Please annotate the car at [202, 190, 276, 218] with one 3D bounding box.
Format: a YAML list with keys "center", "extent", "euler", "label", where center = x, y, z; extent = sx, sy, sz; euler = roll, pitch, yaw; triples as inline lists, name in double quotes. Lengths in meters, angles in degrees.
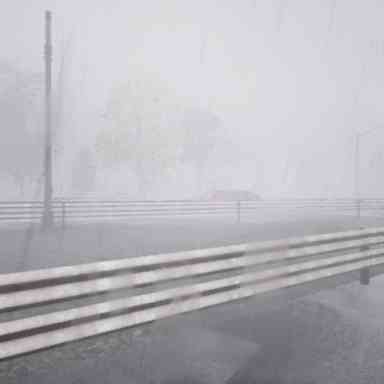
- center: [3.960, 0.870, 26.313]
  extent: [5.566, 2.045, 2.150]
  euler: [0, 0, -22]
  label: "car"

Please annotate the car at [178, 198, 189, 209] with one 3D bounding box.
- center: [1.010, 1.138, 32.668]
  extent: [5.008, 1.535, 1.882]
  euler: [0, 0, -22]
  label: "car"

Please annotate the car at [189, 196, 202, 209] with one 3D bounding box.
- center: [2.474, 1.185, 29.478]
  extent: [4.674, 1.442, 1.812]
  euler: [0, 0, -22]
  label: "car"

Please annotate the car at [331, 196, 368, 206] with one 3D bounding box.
- center: [18.759, 1.214, 39.729]
  extent: [4.674, 1.442, 1.812]
  euler: [0, 0, -21]
  label: "car"
